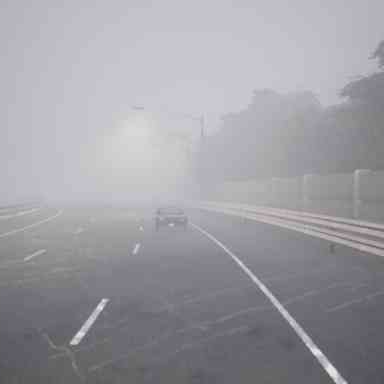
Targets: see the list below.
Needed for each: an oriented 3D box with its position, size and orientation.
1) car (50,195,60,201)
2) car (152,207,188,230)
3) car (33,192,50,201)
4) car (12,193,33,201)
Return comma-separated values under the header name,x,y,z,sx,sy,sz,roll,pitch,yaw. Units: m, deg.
name,x,y,z,sx,sy,sz,roll,pitch,yaw
car,-34.972,1.498,83.278,4.718,1.301,1.895,0,0,42
car,-1.542,1.598,21.319,1.895,1.301,4.718,0,0,-10
car,-37.344,1.123,80.708,5.566,2.045,2.150,0,0,42
car,-39.993,1.470,78.386,4.718,1.301,1.895,0,0,42
